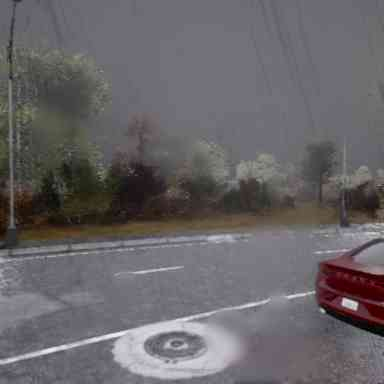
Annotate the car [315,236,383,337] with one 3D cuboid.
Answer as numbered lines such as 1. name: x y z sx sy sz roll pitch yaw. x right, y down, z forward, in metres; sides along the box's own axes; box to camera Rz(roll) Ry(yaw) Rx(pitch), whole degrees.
1. car: 4.484 1.507 6.033 5.008 1.535 1.882 1 0 -28
